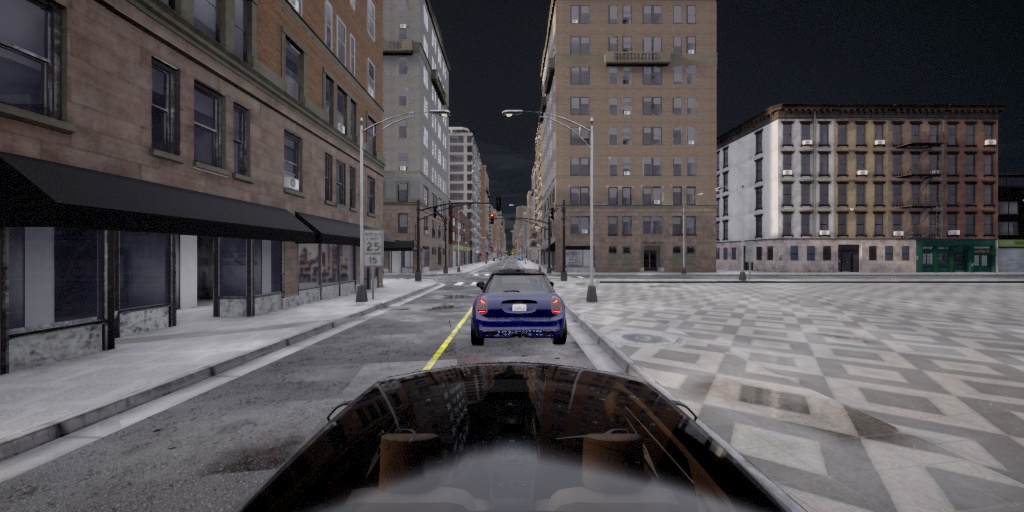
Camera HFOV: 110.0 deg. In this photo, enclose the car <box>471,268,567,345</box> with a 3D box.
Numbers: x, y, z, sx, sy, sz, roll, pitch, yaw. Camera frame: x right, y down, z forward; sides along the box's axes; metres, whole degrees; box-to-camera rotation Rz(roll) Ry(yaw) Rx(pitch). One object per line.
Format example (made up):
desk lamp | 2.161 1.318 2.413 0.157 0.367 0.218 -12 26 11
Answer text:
car | 0.102 1.102 9.640 2.097 1.767 4.553 0 0 -1
